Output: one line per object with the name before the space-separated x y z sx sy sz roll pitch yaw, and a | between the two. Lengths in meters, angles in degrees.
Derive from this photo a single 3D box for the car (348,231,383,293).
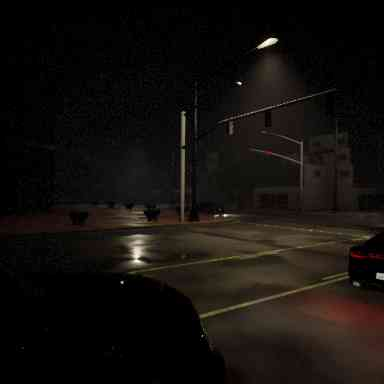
car | 5.718 1.498 7.862 5.008 1.535 1.882 0 0 -35

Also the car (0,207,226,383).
car | -2.361 1.222 2.060 5.566 2.045 2.150 0 0 -36

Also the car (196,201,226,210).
car | 1.757 1.656 36.105 1.994 1.385 4.181 1 -1 -35
